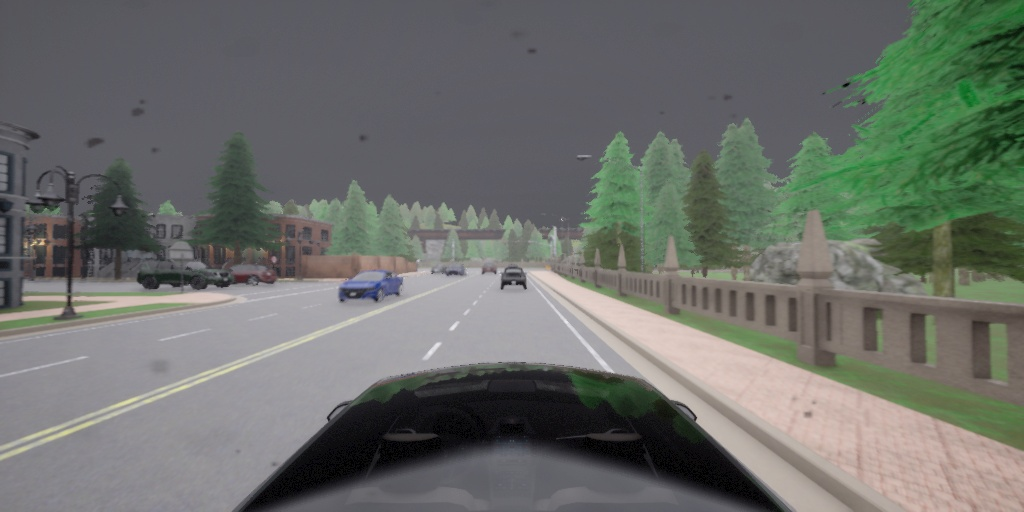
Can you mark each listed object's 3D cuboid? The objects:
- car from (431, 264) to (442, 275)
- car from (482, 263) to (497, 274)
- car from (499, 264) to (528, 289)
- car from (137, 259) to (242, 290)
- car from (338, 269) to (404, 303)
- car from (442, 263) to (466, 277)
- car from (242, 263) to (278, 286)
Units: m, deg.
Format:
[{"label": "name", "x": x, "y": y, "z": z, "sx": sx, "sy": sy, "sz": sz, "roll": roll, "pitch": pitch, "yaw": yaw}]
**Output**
[{"label": "car", "x": -10.539, "y": 1.942, "z": 52.403, "sx": 2.128, "sy": 1.511, "sz": 4.902, "roll": 0, "pitch": -1, "yaw": 0}, {"label": "car", "x": -3.375, "y": 1.825, "z": 53.997, "sx": 2.097, "sy": 1.767, "sz": 4.553, "roll": 0, "pitch": -1, "yaw": 0}, {"label": "car", "x": 0.111, "y": 1.601, "z": 26.746, "sx": 1.837, "sy": 1.490, "sz": 4.892, "roll": 0, "pitch": -1, "yaw": 0}, {"label": "car", "x": -22.285, "y": 1.246, "z": 24.586, "sx": 5.566, "sy": 2.045, "sz": 2.150, "roll": 0, "pitch": -1, "yaw": 2}, {"label": "car", "x": -7.093, "y": 1.459, "z": 18.500, "sx": 1.882, "sy": 1.535, "sz": 5.008, "roll": 0, "pitch": -1, "yaw": 0}, {"label": "car", "x": -7.069, "y": 1.704, "z": 45.314, "sx": 2.097, "sy": 1.767, "sz": 4.553, "roll": 0, "pitch": -1, "yaw": 0}, {"label": "car", "x": -21.141, "y": 1.425, "z": 28.139, "sx": 4.553, "sy": 1.767, "sz": 2.097, "roll": 0, "pitch": -1, "yaw": 2}]
